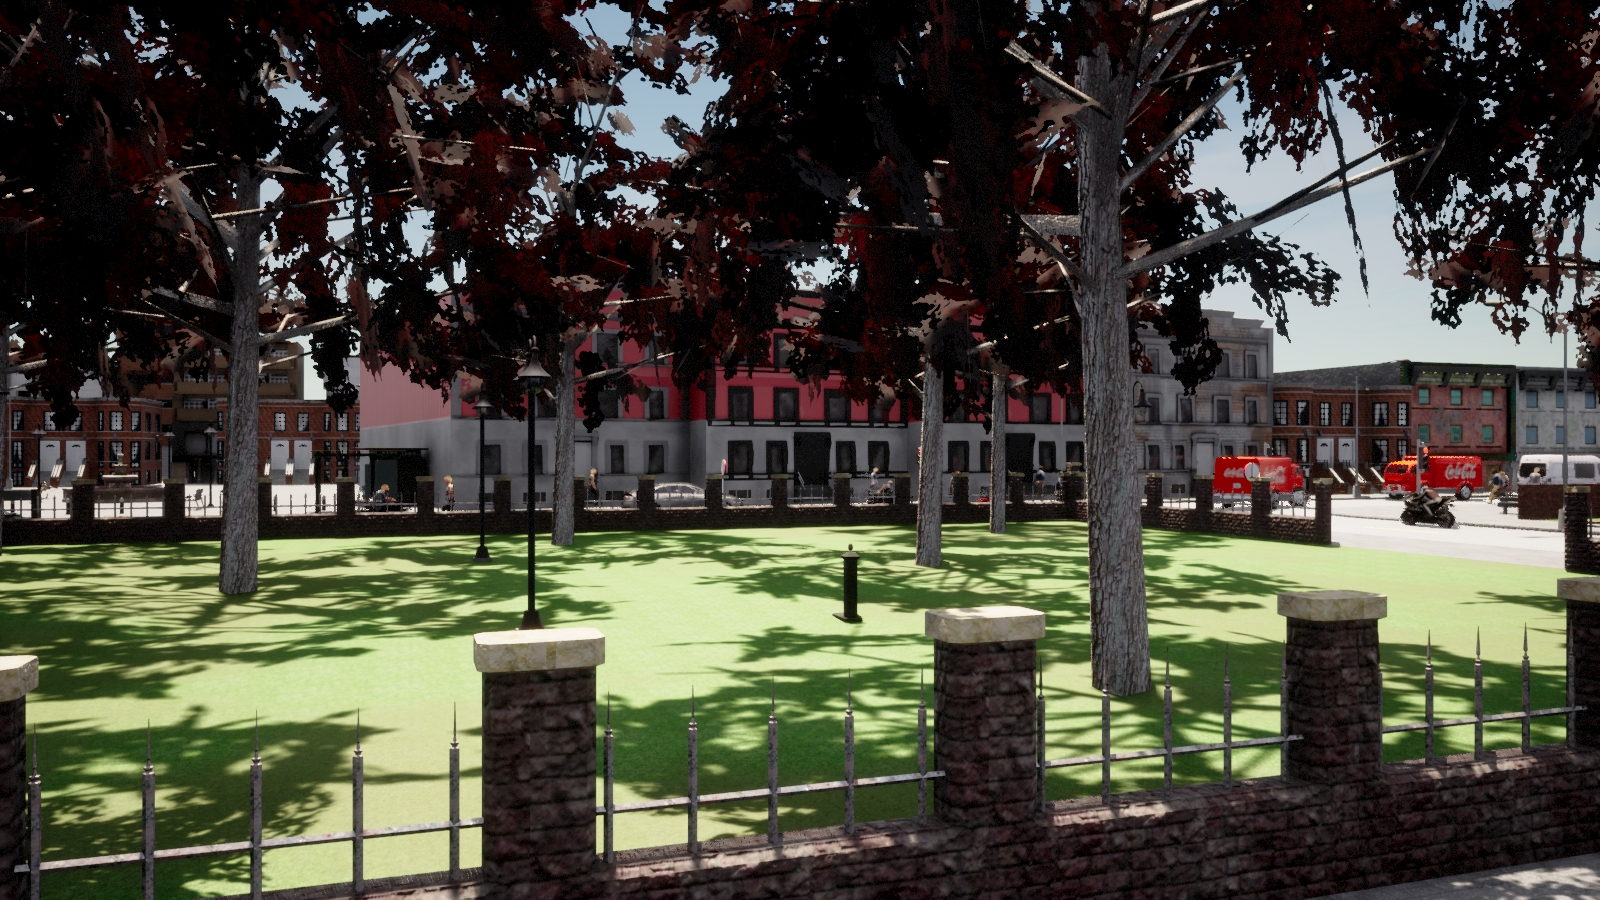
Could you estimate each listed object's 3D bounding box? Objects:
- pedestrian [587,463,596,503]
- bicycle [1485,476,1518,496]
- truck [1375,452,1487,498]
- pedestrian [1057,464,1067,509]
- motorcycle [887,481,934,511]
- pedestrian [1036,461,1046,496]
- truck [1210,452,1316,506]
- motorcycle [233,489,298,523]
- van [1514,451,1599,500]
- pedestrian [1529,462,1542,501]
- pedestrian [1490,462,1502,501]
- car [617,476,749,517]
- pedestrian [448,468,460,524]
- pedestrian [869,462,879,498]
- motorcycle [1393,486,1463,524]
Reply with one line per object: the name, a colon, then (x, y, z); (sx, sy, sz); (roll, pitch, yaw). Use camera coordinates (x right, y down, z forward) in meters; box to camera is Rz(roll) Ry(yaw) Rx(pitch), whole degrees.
pedestrian: (-9.755, 1.524, 53.460); (0.375, 1.860, 0.375); (0, 0, -20)
bicycle: (40.060, 2.036, 65.248); (1.487, 1.080, 0.859); (0, 0, -18)
truck: (35.004, 1.348, 63.458); (5.204, 2.467, 2.627); (0, 0, -19)
pedestrian: (10.915, 1.525, 47.549); (0.375, 1.860, 0.375); (0, 0, 16)
motorcycle: (4.713, 1.962, 48.706); (1.805, 1.236, 0.856); (0, 0, -21)
pedestrian: (12.921, 1.524, 61.274); (0.375, 1.860, 0.375); (0, 0, -21)
truck: (22.345, 1.344, 55.084); (5.204, 2.467, 2.627); (0, -1, -41)
motorcycle: (-19.063, 1.994, 40.806); (2.033, 1.145, 0.803); (-1, 0, -19)
van: (41.694, 1.314, 61.677); (5.915, 2.561, 1.988); (0, 0, -18)
pedestrian: (35.695, 1.515, 55.461); (0.375, 1.860, 0.375); (0, 0, -14)
pedestrian: (33.406, 1.517, 54.873); (0.375, 1.860, 0.375); (0, 0, 10)
car: (-4.678, 1.827, 45.707); (4.902, 1.511, 2.128); (0, 0, -19)
pedestrian: (-11.591, 1.523, 38.268); (0.375, 1.860, 0.375); (0, 0, -19)
pedestrian: (3.790, 1.523, 58.320); (0.375, 1.860, 0.375); (0, 0, -20)
motorcycle: (22.808, 1.985, 41.561); (0.867, 1.251, 2.209); (0, 0, -20)
